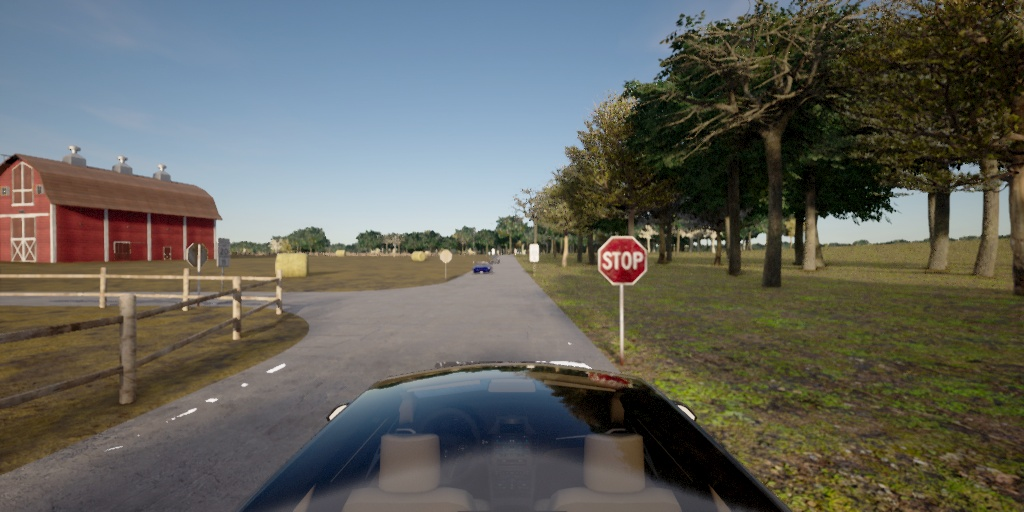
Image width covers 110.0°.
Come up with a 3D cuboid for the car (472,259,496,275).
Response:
[{"bbox_3d":[-2.989,1.232,36.986,1.895,1.301,4.718,0,0,0],"label":"car"}]
